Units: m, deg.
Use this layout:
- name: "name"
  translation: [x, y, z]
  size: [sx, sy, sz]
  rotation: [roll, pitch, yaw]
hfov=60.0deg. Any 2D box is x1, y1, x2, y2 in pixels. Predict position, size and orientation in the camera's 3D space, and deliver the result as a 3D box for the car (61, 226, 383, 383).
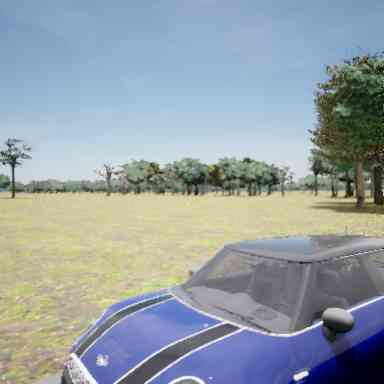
- name: "car"
  translation: [0.974, 1.354, 3.767]
  size: [4.553, 1.767, 2.097]
  rotation: [0, 0, -36]
